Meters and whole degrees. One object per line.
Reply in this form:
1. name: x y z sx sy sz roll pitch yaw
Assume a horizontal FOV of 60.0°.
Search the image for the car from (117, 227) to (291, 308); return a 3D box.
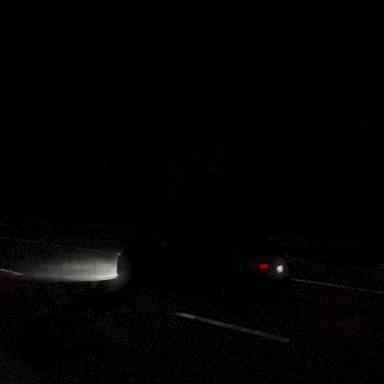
1. car: 0.163 1.547 7.955 4.181 1.385 1.994 0 0 35
